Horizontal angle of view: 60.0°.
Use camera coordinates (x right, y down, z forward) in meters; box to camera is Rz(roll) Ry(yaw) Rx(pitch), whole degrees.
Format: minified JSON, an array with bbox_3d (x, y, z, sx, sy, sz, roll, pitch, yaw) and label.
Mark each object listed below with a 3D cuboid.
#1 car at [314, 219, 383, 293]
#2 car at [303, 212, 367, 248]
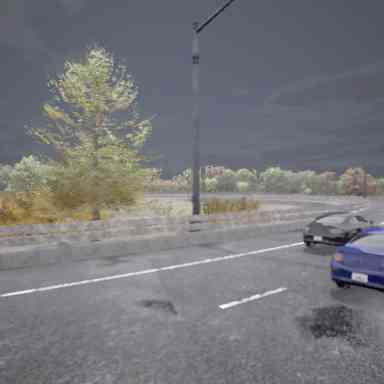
[{"bbox_3d":[5.114,1.541,8.126,4.674,1.442,1.812,0,0,-40],"label":"car"},{"bbox_3d":[6.364,1.556,13.890,4.674,1.442,1.812,0,0,-43],"label":"car"}]
